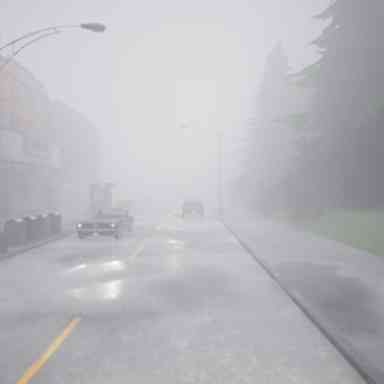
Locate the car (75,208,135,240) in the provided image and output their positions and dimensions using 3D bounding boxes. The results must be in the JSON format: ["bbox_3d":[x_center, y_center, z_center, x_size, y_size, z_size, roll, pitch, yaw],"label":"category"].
[{"bbox_3d":[-4.105,1.499,16.412,1.895,1.301,4.718,0,0,0],"label":"car"}]

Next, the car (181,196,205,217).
[{"bbox_3d":[0.085,1.321,29.435,1.837,1.490,4.892,0,0,0],"label":"car"}]

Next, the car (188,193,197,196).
[{"bbox_3d":[0.073,1.001,57.012,2.097,1.767,4.553,0,0,0],"label":"car"}]
